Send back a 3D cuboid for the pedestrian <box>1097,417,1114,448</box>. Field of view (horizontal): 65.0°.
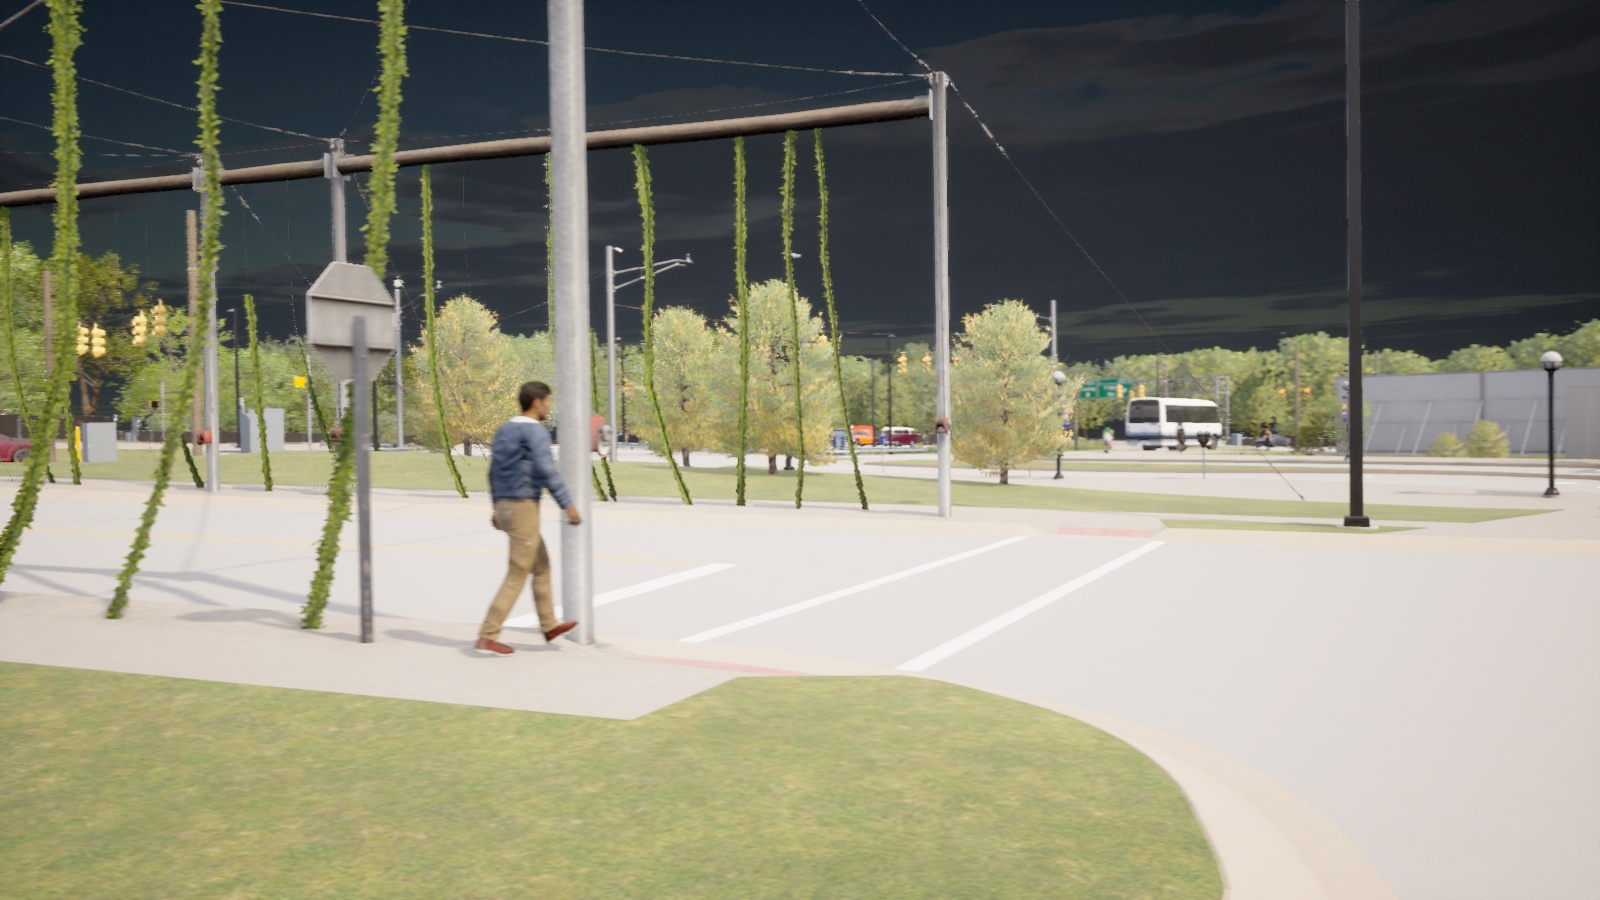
[{"bbox_3d":[20.128,-1.148,82.842,0.873,1.952,0.659,-3,2,-44],"label":"pedestrian"}]

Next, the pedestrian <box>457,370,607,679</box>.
[{"bbox_3d":[-1.775,0.457,8.335,0.788,1.949,0.423,-3,1,-40],"label":"pedestrian"}]

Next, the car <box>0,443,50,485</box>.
[{"bbox_3d":[-27.672,0.489,41.887,1.994,1.385,4.181,-1,0,44],"label":"car"}]
